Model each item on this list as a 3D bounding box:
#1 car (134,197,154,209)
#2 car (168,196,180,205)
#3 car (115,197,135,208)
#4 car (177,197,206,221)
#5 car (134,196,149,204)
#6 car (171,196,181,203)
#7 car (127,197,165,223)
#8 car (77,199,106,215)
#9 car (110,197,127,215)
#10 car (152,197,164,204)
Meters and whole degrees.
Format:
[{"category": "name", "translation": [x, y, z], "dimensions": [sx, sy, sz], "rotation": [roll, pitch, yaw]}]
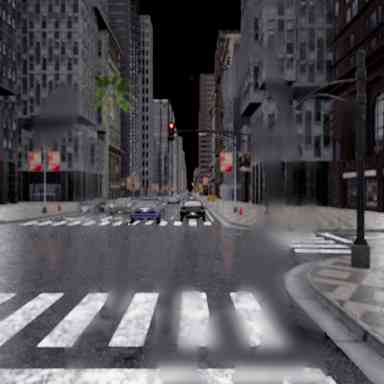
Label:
[{"category": "car", "translation": [-6.661, 1.501, 46.664], "dimensions": [2.033, 1.411, 5.357], "rotation": [0, 0, 0]}, {"category": "car", "translation": [-3.337, 1.577, 60.199], "dimensions": [1.994, 1.385, 4.181], "rotation": [0, 0, 0]}, {"category": "car", "translation": [-9.907, 1.527, 49.451], "dimensions": [1.994, 1.385, 4.181], "rotation": [0, 0, 0]}, {"category": "car", "translation": [0.062, 1.411, 26.453], "dimensions": [1.882, 1.535, 5.008], "rotation": [0, 0, 0]}, {"category": "car", "translation": [-9.843, 1.596, 65.221], "dimensions": [2.033, 1.411, 5.357], "rotation": [0, 0, 0]}, {"category": "car", "translation": [-3.351, 1.499, 70.234], "dimensions": [2.033, 1.411, 5.357], "rotation": [0, 0, 0]}, {"category": "car", "translation": [-3.187, 1.288, 24.646], "dimensions": [2.097, 1.767, 4.553], "rotation": [0, 0, 0]}, {"category": "car", "translation": [-9.895, 1.422, 33.115], "dimensions": [2.128, 1.511, 4.902], "rotation": [0, 0, 0]}, {"category": "car", "translation": [-6.645, 1.285, 32.799], "dimensions": [2.097, 1.767, 4.553], "rotation": [0, 0, 0]}, {"category": "car", "translation": [-6.593, 1.650, 65.225], "dimensions": [1.994, 1.385, 4.181], "rotation": [0, 0, 0]}]
